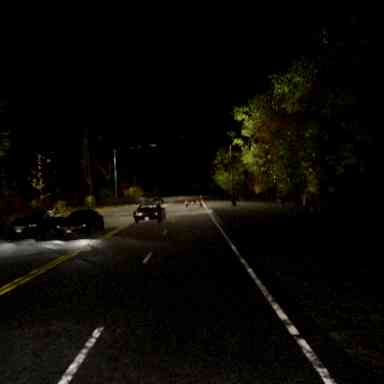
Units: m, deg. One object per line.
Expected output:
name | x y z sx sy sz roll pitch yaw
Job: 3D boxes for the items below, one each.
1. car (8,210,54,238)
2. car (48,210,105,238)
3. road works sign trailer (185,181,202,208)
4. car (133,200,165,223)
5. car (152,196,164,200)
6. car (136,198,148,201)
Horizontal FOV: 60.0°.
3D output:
car | -9.819 1.921 21.291 2.128 1.511 4.902 -2 0 0
car | -6.601 1.832 20.125 1.812 1.442 4.674 -3 0 0
road works sign trailer | 0.217 0.349 46.744 2.380 3.560 2.880 -2 0 1
car | -3.030 1.501 24.569 1.895 1.301 4.718 0 0 0
car | -6.137 1.587 60.566 1.837 1.490 4.892 -2 0 1
car | -9.338 1.755 62.379 2.033 1.411 5.357 -2 0 1
